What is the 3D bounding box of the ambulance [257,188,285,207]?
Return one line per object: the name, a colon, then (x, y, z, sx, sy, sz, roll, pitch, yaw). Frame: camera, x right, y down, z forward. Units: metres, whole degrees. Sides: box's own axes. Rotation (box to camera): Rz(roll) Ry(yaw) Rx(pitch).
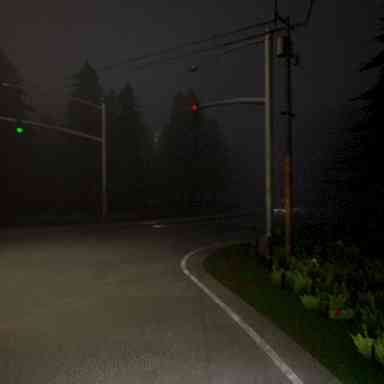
ambulance: (10.392, 0.712, 43.797, 2.351, 2.431, 6.366, -1, 0, -1)
